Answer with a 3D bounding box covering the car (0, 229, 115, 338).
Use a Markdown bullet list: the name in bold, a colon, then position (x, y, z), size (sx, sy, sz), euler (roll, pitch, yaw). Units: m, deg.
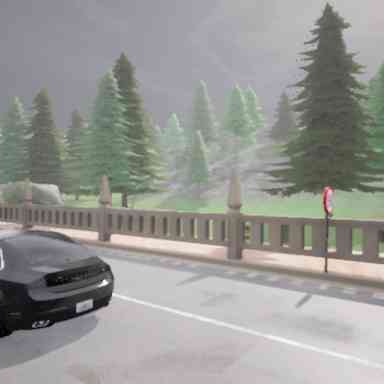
- **car**: position (-3.638, 1.497, 6.582), size (4.892, 1.490, 1.837), euler (1, 0, 36)
